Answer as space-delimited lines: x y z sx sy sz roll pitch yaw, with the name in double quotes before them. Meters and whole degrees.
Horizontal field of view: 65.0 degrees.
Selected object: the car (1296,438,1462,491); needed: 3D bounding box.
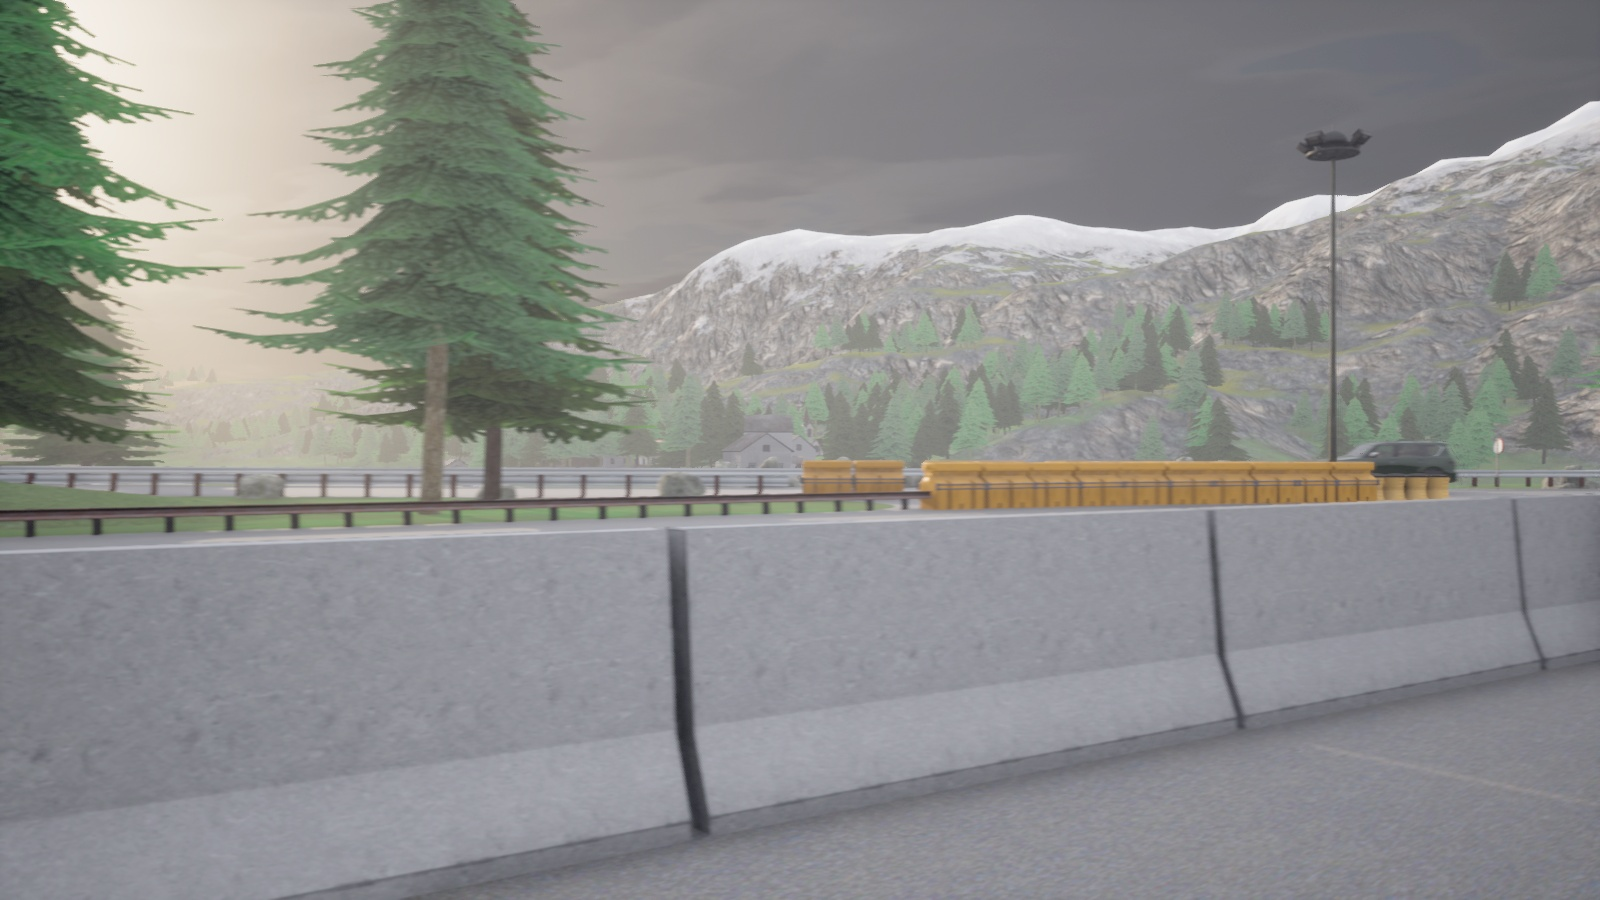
"car" 22.773 0.553 49.517 5.566 2.045 2.150 0 0 -2
